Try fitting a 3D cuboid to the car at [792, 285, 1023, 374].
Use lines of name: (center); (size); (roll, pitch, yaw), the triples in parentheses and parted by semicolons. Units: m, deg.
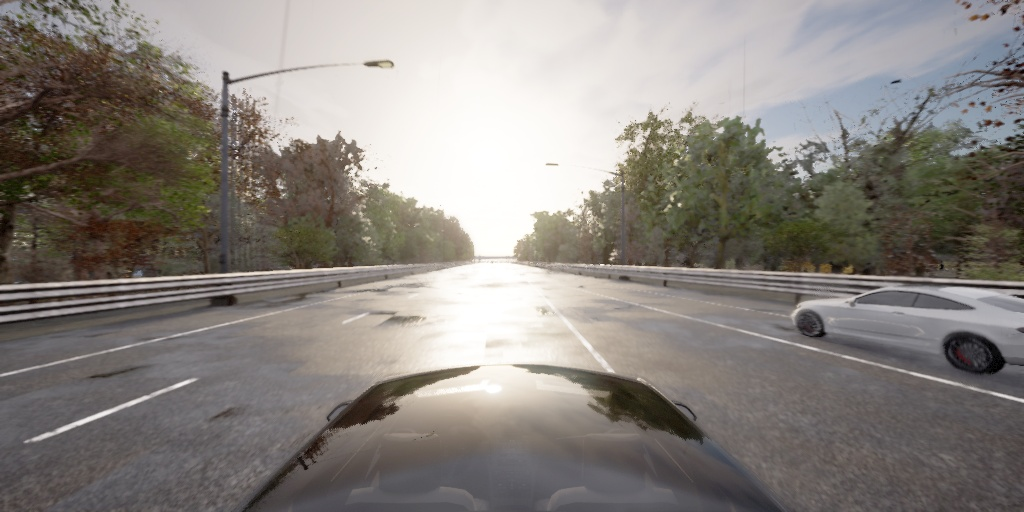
car: (8.635, 1.335, 7.662); (1.812, 1.442, 4.674); (0, 0, -9)
